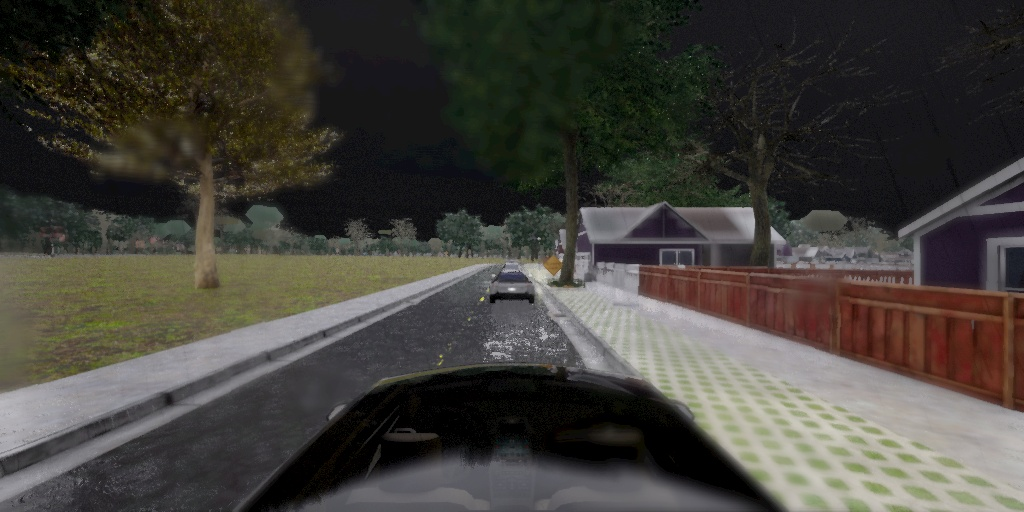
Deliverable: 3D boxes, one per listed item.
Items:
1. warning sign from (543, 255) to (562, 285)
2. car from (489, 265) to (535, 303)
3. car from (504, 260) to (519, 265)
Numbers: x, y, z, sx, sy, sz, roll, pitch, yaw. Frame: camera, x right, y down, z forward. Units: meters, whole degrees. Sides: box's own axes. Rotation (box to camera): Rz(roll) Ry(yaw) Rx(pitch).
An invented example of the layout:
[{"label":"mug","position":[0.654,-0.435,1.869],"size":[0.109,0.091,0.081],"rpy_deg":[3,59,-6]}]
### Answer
[{"label":"warning sign","position":[2.517,0.851,21.653],"size":[1.300,1.860,1.060],"rpy_deg":[0,0,0]},{"label":"car","position":[0.000,1.315,16.499],"size":[1.994,1.385,4.181],"rpy_deg":[0,0,0]},{"label":"car","position":[0.000,1.286,31.499],"size":[1.994,1.385,4.181],"rpy_deg":[0,0,0]}]
